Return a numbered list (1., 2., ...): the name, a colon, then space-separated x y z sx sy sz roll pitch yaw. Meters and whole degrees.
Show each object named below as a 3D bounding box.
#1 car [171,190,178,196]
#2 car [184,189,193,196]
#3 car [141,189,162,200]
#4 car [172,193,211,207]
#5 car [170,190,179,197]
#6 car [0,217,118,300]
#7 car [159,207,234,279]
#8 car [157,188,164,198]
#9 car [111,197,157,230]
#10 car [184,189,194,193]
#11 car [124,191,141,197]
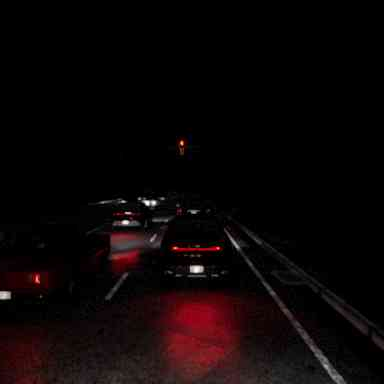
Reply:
1. car: -4.526 0.241 87.716 1.812 1.442 4.674 0 1 -3
2. car: -1.030 0.069 87.882 2.097 1.767 4.553 0 1 -3
3. car: -7.157 0.708 59.082 2.128 1.511 4.902 0 1 0
4. car: 0.102 1.125 20.071 2.097 1.767 4.553 0 1 0
5. car: -4.042 0.468 77.673 1.812 1.442 4.674 0 1 -2
6. car: -3.399 1.543 8.207 1.895 1.301 4.718 0 1 0
7. car: 0.101 1.425 9.804 1.837 1.490 4.892 0 1 0
8. car: -7.461 0.203 75.352 2.150 2.045 5.566 0 1 -2
9. car: -3.397 1.287 19.408 1.837 1.490 4.892 0 1 0
10. car: -0.543 0.475 77.771 1.812 1.442 4.674 0 1 -2
11. car: -10.646 0.829 58.307 1.895 1.301 4.718 0 1 0
